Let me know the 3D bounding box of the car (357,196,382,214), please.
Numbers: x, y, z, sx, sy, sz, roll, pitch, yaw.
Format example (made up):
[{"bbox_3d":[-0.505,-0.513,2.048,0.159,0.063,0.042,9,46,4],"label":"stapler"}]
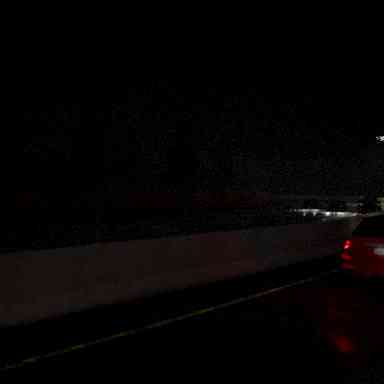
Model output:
[{"bbox_3d":[19.154,1.317,35.756,2.097,1.767,4.553,0,0,31],"label":"car"}]

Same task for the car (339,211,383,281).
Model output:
[{"bbox_3d":[5.810,1.341,8.773,4.553,1.767,2.097,0,0,-41],"label":"car"}]
